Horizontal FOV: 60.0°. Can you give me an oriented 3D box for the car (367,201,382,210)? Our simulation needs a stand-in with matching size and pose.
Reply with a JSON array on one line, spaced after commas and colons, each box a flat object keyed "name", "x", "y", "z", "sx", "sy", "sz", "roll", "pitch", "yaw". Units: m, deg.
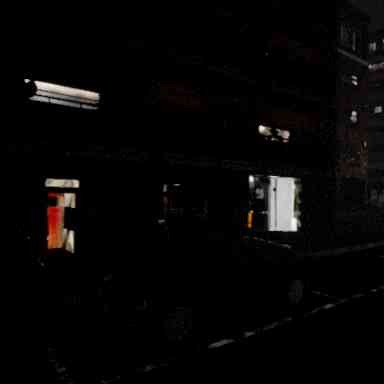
[{"name": "car", "x": 23.908, "y": 1.763, "z": 46.669, "sx": 1.752, "sy": 1.417, "sz": 4.829, "roll": 1, "pitch": -1, "yaw": -35}]

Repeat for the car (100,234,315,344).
[{"name": "car", "x": 0.514, "y": 1.549, "z": 6.447, "sx": 4.507, "sy": 1.381, "sz": 1.887, "roll": 0, "pitch": 1, "yaw": -35}]

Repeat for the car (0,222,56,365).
[{"name": "car", "x": -3.984, "y": 1.314, "z": 3.228, "sx": 5.009, "sy": 1.841, "sz": 2.192, "roll": 0, "pitch": 1, "yaw": -35}]
